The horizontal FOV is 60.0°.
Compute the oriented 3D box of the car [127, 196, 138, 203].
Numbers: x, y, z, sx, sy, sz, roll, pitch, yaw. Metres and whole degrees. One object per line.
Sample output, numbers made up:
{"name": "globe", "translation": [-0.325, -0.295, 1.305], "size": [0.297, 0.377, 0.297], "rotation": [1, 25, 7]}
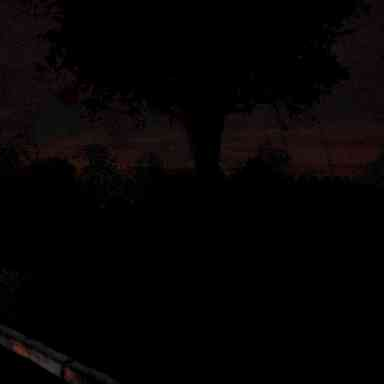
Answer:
{"name": "car", "translation": [-10.205, 1.547, 62.576], "size": [1.882, 1.535, 5.008], "rotation": [0, 0, 34]}

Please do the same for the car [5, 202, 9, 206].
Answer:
{"name": "car", "translation": [-22.387, 1.423, 44.244], "size": [2.097, 1.767, 4.553], "rotation": [0, 0, 33]}
